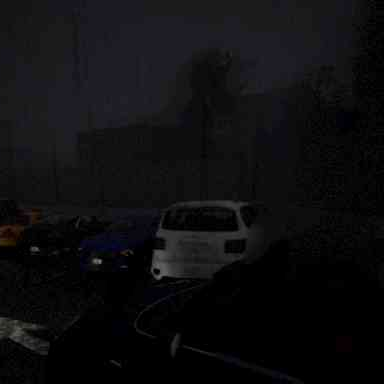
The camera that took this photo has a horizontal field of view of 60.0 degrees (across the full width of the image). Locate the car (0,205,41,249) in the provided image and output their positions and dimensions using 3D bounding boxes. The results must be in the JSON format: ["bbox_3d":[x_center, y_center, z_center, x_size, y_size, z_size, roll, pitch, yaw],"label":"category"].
[{"bbox_3d":[-6.500,1.500,14.331,1.946,1.575,5.366,0,-1,15],"label":"car"}]

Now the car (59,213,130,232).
[{"bbox_3d":[-1.686,1.492,10.691,2.097,1.535,5.008,0,-1,16],"label":"car"}]

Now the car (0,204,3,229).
[{"bbox_3d":[-13.878,1.517,19.167,1.946,1.575,5.366,0,-1,15],"label":"car"}]

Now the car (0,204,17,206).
[{"bbox_3d":[-8.971,1.538,15.911,2.163,1.488,4.792,0,-1,15],"label":"car"}]

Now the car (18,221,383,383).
[{"bbox_3d":[0.755,1.351,2.839,4.553,1.767,2.097,0,0,35],"label":"car"}]

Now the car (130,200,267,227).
[{"bbox_3d":[0.741,1.239,8.989,2.435,2.045,5.566,0,-1,15],"label":"car"}]

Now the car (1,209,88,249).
[{"bbox_3d":[-4.124,1.497,12.414,2.231,1.521,4.892,0,-1,15],"label":"car"}]

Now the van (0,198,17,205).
[{"bbox_3d":[-11.431,1.288,17.504,1.878,1.987,4.442,0,-1,16],"label":"van"}]

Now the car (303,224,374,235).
[{"bbox_3d":[3.174,1.492,7.230,2.231,1.521,4.892,1,-1,15],"label":"car"}]
